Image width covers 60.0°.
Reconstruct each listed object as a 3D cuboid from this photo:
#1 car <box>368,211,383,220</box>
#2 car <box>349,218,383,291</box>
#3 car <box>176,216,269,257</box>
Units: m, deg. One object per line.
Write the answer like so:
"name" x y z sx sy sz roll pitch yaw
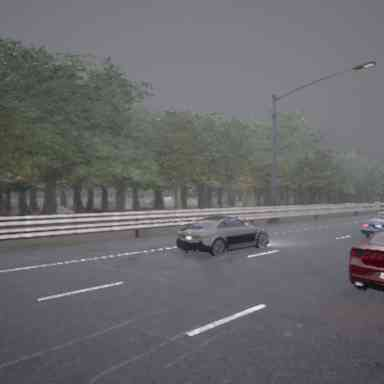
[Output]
"car" 10.898 1.734 17.884 5.357 1.411 2.033 1 -1 -43
"car" 5.725 1.557 8.367 5.008 1.535 1.882 1 -1 -43
"car" 1.349 1.694 13.721 4.181 1.385 1.994 1 -1 -43
